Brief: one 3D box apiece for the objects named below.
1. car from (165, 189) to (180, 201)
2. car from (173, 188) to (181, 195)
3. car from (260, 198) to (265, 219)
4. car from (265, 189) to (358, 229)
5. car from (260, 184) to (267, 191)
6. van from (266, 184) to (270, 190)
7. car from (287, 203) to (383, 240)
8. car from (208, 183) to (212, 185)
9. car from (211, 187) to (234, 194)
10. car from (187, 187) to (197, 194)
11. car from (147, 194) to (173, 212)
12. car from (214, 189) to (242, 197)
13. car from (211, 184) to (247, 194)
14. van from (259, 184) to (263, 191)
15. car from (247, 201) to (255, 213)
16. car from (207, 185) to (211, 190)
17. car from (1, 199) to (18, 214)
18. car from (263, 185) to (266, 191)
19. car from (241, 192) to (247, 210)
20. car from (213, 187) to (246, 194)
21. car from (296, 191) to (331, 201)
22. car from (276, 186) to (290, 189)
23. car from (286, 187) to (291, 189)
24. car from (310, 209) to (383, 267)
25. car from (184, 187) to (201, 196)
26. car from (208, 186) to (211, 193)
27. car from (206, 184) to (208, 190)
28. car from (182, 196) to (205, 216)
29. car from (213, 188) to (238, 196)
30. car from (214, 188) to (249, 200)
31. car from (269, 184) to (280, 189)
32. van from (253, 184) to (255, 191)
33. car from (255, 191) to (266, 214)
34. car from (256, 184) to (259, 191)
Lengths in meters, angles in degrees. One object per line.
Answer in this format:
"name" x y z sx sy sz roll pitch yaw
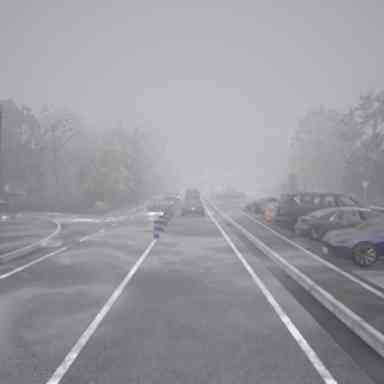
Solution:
"car" -3.332 0.648 51.435 2.033 1.411 5.357 0 2 0
"car" -3.261 0.021 67.190 1.837 1.490 4.892 0 2 0
"car" 6.726 1.212 18.938 5.008 1.535 2.097 0 1 1
"car" 6.734 1.038 16.138 5.566 2.045 2.435 0 1 1
"car" 20.099 -0.504 81.895 4.792 1.488 2.163 0 2 0
"van" 20.142 -0.552 76.478 4.442 1.987 1.878 0 2 0
"car" 6.674 1.359 13.357 4.892 1.521 2.231 0 1 1
"car" 7.045 -0.754 84.826 4.553 1.767 2.185 0 2 0
"car" 7.154 -0.431 79.285 5.366 1.575 1.946 0 2 0
"car" 0.021 -0.346 78.173 2.128 1.511 4.902 0 2 0
"car" -3.355 1.253 33.817 1.994 1.385 4.181 0 1 0
"car" 7.040 0.136 65.419 5.366 1.575 1.946 0 2 0
"car" 6.860 0.003 62.636 5.566 2.045 2.435 0 2 0
"van" 19.984 -0.855 84.637 4.442 1.987 1.878 0 2 0
"car" 6.810 1.060 24.501 4.792 1.488 2.163 0 2 1
"car" 6.761 -0.327 76.638 5.366 1.575 1.946 0 2 0
"car" -19.591 1.377 33.512 5.008 1.535 1.882 0 -2 30
"car" 20.077 -0.406 79.257 4.792 1.488 2.163 0 2 0
"car" 6.777 0.965 27.284 4.792 1.488 2.163 0 2 1
"car" 6.815 0.369 59.873 5.008 1.535 2.097 0 2 0
"car" 19.839 0.590 54.347 5.008 1.535 2.097 0 2 0
"car" 19.748 0.133 65.296 5.366 1.575 1.946 0 2 0
"car" 19.859 0.395 59.761 4.792 1.488 2.163 0 2 0
"car" 6.626 1.446 10.579 4.792 1.488 2.163 0 1 1
"car" 0.087 0.460 47.670 2.150 2.045 5.566 0 2 0
"car" 6.715 -0.094 70.969 5.366 1.575 1.946 0 2 0
"car" 7.052 -0.874 93.152 4.792 1.488 2.163 0 2 0
"car" 0.092 1.321 29.530 1.994 1.385 4.181 0 1 0
"car" 6.884 0.025 68.195 4.892 1.521 2.231 0 2 0
"car" 6.757 0.514 57.101 4.792 1.488 2.163 0 2 0
"car" 20.008 -0.345 70.819 5.566 2.045 2.435 0 2 0
"van" 20.043 -1.131 92.959 4.442 1.987 1.878 0 2 0
"car" 6.787 0.999 21.711 4.553 1.767 2.185 0 2 1
"car" 20.120 -0.724 87.428 5.008 1.535 2.097 0 2 0
